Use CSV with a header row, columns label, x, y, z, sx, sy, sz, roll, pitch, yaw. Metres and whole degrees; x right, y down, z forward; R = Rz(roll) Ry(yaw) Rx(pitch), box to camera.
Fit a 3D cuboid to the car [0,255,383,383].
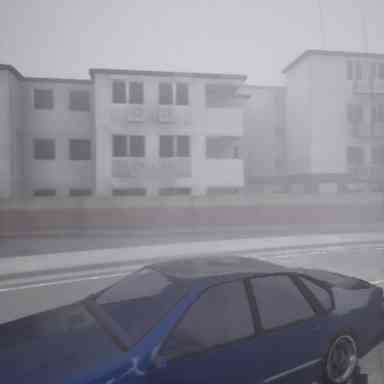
label,x,y,z,sx,sy,sz,roll,pitch,yaw
car,0.125,1.536,3.863,5.357,1.411,2.033,0,0,-32
